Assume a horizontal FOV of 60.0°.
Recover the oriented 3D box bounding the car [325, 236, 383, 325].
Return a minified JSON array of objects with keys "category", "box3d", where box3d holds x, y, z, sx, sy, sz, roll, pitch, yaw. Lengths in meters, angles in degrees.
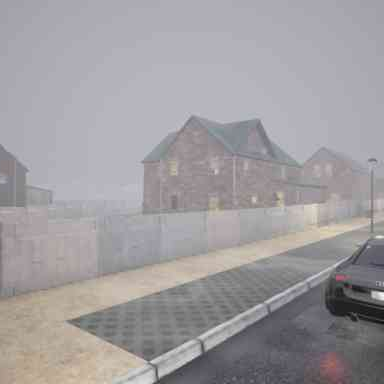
[{"category":"car","box3d":[4.225,1.576,6.638,1.994,1.385,4.181,0,0,40]}]
